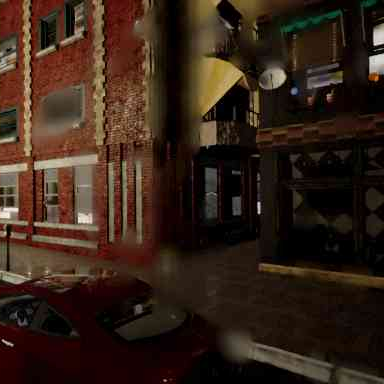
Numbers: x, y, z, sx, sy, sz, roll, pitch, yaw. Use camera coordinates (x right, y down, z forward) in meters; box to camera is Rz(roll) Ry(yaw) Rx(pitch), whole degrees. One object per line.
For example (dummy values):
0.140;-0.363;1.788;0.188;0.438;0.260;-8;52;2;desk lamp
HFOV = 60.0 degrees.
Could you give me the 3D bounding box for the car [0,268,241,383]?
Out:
-1.472;1.583;3.899;4.206;1.307;1.802;0;-1;36;car
